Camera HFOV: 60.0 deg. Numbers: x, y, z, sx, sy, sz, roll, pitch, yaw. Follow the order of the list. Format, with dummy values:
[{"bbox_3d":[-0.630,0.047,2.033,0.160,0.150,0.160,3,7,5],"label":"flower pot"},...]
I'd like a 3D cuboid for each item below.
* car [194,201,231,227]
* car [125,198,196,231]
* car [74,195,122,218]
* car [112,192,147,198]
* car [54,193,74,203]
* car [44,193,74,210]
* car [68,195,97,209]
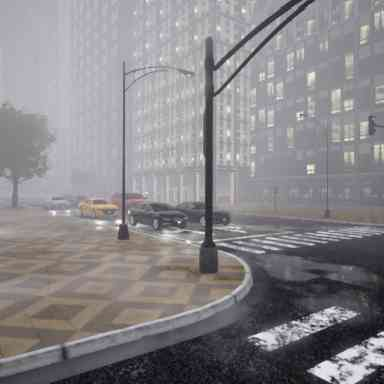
[{"bbox_3d":[0.445,1.344,21.779,1.882,1.535,5.008,0,0,-37],"label":"car"},{"bbox_3d":[-2.129,1.357,19.793,1.837,1.490,4.892,0,0,-37],"label":"car"},{"bbox_3d":[-7.783,1.254,27.388,1.882,1.535,5.008,0,0,-37],"label":"car"},{"bbox_3d":[-5.489,1.008,29.742,2.150,2.045,5.566,0,0,-37],"label":"car"},{"bbox_3d":[-22.553,0.985,58.435,1.882,1.535,5.008,0,0,-37],"label":"car"},{"bbox_3d":[-15.155,1.197,37.304,1.812,1.442,4.674,0,0,-36],"label":"car"},{"bbox_3d":[-13.374,1.152,40.363,1.882,1.535,5.008,0,1,-36],"label":"car"}]
